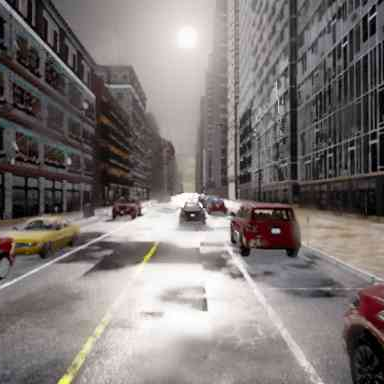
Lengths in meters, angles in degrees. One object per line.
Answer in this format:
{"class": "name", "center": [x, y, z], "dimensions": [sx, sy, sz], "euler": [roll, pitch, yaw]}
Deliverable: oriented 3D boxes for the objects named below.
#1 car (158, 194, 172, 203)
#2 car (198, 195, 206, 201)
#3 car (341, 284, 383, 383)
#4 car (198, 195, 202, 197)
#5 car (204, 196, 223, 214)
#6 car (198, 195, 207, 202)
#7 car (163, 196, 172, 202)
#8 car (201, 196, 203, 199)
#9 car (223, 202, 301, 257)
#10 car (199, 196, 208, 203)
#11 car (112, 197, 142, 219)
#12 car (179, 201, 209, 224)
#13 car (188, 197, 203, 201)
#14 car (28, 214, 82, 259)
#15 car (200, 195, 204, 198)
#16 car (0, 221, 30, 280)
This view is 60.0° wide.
{"class": "car", "center": [-5.851, 1.414, 69.496], "dimensions": [2.192, 1.841, 5.009], "euler": [1, 0, 0]}
{"class": "car", "center": [2.484, 1.558, 86.469], "dimensions": [1.967, 1.590, 4.097], "euler": [1, 0, 0]}
{"class": "car", "center": [2.700, 1.319, 1.700], "dimensions": [2.192, 1.841, 5.009], "euler": [1, 0, 0]}
{"class": "car", "center": [2.525, 1.666, 69.515], "dimensions": [1.947, 1.339, 4.313], "euler": [1, 0, 0]}
{"class": "car", "center": [2.613, 1.496, 35.607], "dimensions": [1.967, 1.590, 4.097], "euler": [1, 0, 0]}
{"class": "car", "center": [2.499, 1.552, 80.818], "dimensions": [1.967, 1.590, 4.097], "euler": [1, 0, 0]}
{"class": "car", "center": [-5.883, 1.677, 80.798], "dimensions": [1.947, 1.339, 4.313], "euler": [1, 0, 0]}
{"class": "car", "center": [2.582, 1.638, 46.910], "dimensions": [1.947, 1.339, 4.313], "euler": [1, 0, 0]}
{"class": "car", "center": [2.672, 1.338, 13.003], "dimensions": [2.192, 1.841, 5.009], "euler": [1, 0, 0]}
{"class": "car", "center": [2.511, 1.651, 75.166], "dimensions": [1.887, 1.381, 4.507], "euler": [1, 0, 0]}
{"class": "car", "center": [-5.751, 1.362, 29.937], "dimensions": [2.192, 1.841, 5.009], "euler": [1, 0, 0]}
{"class": "car", "center": [0.036, 1.605, 25.338], "dimensions": [1.994, 1.385, 4.181], "euler": [0, 0, 0]}
{"class": "car", "center": [-0.004, 1.664, 41.236], "dimensions": [1.895, 1.301, 4.718], "euler": [0, 0, 0]}
{"class": "car", "center": [-5.711, 1.547, 12.812], "dimensions": [1.752, 1.417, 4.829], "euler": [1, 0, 0]}
{"class": "car", "center": [2.568, 1.645, 52.561], "dimensions": [1.947, 1.339, 4.313], "euler": [1, 0, 0]}
{"class": "car", "center": [-5.698, 1.557, 7.332], "dimensions": [1.887, 1.381, 4.507], "euler": [1, 0, 0]}
